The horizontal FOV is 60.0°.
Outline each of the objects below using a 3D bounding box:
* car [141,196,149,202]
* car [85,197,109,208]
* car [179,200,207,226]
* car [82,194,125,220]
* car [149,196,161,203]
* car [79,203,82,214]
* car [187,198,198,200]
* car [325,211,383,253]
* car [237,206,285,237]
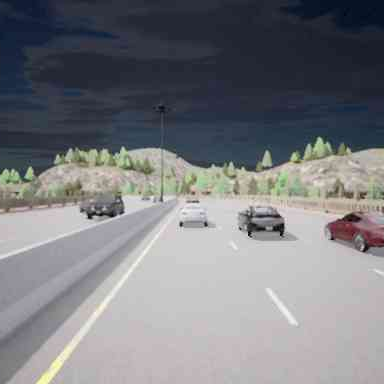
[{"bbox_3d":[-10.524,1.521,76.364,1.994,1.385,4.181,0,0,0],"label":"car"},{"bbox_3d":[-14.073,1.481,49.716,2.128,1.511,4.902,0,0,0],"label":"car"},{"bbox_3d":[0.096,1.510,23.233,1.812,1.442,4.674,0,0,0],"label":"car"},{"bbox_3d":[-7.104,1.206,27.980,2.150,2.045,5.566,0,0,0],"label":"car"},{"bbox_3d":[-7.014,1.542,68.855,2.128,1.511,4.902,0,0,0],"label":"car"},{"bbox_3d":[-10.599,1.485,35.738,1.837,1.490,4.892,0,0,0],"label":"car"},{"bbox_3d":[0.091,1.474,41.102,2.128,1.511,4.902,0,0,0],"label":"car"},{"bbox_3d":[7.096,1.516,13.578,1.812,1.442,4.674,0,0,0],"label":"car"},{"bbox_3d":[3.596,1.479,17.910,2.128,1.511,4.902,0,0,0],"label":"car"}]
